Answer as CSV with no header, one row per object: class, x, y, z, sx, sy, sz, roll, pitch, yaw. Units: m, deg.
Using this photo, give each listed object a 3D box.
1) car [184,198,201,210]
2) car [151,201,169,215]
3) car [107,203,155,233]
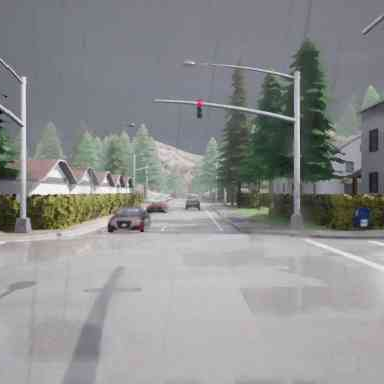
car,0.100,1.518,43.303,1.837,1.490,4.892,0,0,0
car,-3.543,1.611,34.687,1.895,1.301,4.718,0,0,1
car,-3.581,1.569,19.517,1.994,1.385,4.181,0,0,0
